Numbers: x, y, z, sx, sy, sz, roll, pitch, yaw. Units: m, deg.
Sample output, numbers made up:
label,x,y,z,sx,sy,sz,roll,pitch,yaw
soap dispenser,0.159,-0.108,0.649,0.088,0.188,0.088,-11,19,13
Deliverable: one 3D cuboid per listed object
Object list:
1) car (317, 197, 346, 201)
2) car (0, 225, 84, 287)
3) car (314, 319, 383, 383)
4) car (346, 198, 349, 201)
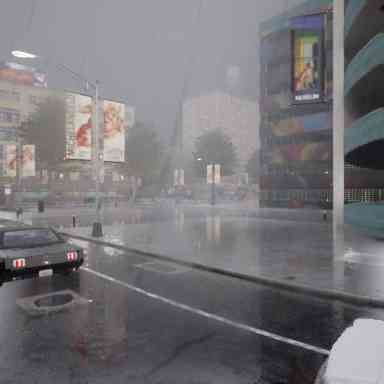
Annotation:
label,x,y,z,sx,sy,sz,roll,pitch,yaw
car,17.393,1.320,42.573,4.674,1.452,2.002,0,0,-42
car,-4.935,1.601,9.369,1.895,1.301,4.718,0,0,-44
car,3.166,1.601,1.831,4.718,1.301,1.895,0,0,34
car,23.629,1.413,53.837,4.786,1.482,2.161,0,0,-42
